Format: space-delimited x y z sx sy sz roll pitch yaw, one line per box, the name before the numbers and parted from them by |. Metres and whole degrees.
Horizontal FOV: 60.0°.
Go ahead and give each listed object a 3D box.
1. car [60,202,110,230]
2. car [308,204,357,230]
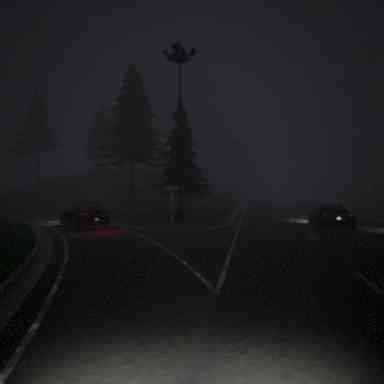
car | -6.680 1.359 20.414 1.882 1.535 5.008 0 0 -35
car | 8.198 1.370 19.741 1.994 1.385 4.181 0 0 10
